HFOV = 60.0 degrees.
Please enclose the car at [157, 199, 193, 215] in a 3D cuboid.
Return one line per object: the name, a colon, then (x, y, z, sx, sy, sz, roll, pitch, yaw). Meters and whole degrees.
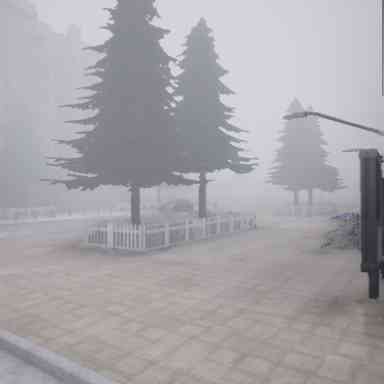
car: (-1.833, 1.542, 37.021, 2.097, 1.767, 4.553, -1, -1, 34)
